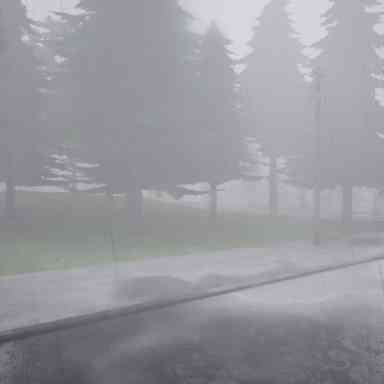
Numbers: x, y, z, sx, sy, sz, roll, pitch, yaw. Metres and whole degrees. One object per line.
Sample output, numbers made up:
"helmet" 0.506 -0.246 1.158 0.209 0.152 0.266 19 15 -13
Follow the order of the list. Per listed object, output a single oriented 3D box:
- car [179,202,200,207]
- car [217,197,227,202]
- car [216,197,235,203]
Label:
"car" -0.354 1.970 59.567 1.895 1.301 4.718 1 0 -35
"car" 9.246 2.182 93.527 4.536 1.218 1.853 1 0 -6
"car" 9.297 2.340 93.531 4.974 1.542 2.038 1 0 -6
